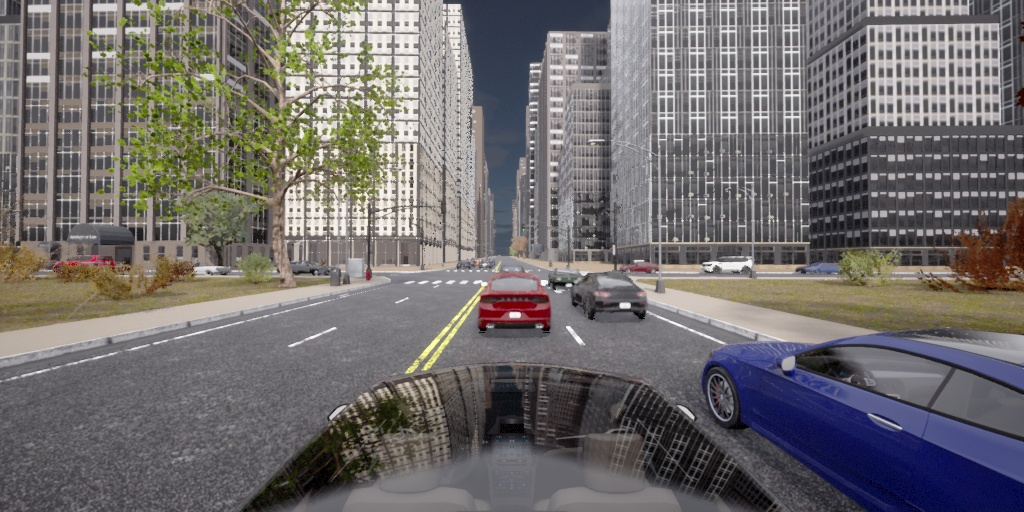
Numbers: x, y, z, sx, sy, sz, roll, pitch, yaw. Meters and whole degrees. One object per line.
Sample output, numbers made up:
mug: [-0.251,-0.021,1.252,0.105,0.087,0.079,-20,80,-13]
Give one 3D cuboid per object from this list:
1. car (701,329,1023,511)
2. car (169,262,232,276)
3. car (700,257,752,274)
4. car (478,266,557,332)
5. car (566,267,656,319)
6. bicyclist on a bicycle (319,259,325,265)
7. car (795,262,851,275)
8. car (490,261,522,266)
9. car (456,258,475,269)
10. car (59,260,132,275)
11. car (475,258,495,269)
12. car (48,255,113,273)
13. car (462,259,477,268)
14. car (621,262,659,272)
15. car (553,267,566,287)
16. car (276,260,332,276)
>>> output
car: [3.338,1.276,2.658,1.812,1.442,4.674,0,0,0]
car: [-29.501,1.256,34.013,4.718,1.301,1.895,0,-1,1]
car: [25.268,1.096,42.168,5.566,2.045,2.150,0,-1,1]
car: [0.052,1.233,10.934,1.882,1.535,5.008,0,0,0]
car: [3.288,1.282,12.764,1.812,1.442,4.674,0,0,0]
bicyclist on a bicycle: [-25.409,1.171,48.027,0.582,1.620,1.656,0,-1,1]
car: [36.356,1.433,41.920,5.357,1.411,2.033,0,-1,1]
car: [-0.005,1.253,21.268,2.128,1.511,4.902,0,0,0]
car: [-7.414,1.320,55.740,1.994,1.385,4.181,0,0,-1]
car: [-39.594,1.242,34.268,4.718,1.301,1.895,0,-1,1]
car: [-4.188,1.248,57.175,2.128,1.511,4.902,0,0,0]
car: [-48.880,0.947,41.140,5.566,2.045,2.150,0,-1,2]
car: [-7.581,1.244,64.557,2.128,1.511,4.902,0,0,-1]
car: [15.071,1.387,42.390,4.674,1.442,1.812,0,-1,2]
car: [3.326,1.362,22.563,1.895,1.301,4.718,0,0,2]
car: [-19.457,1.160,33.766,4.902,1.511,2.128,0,-1,1]
